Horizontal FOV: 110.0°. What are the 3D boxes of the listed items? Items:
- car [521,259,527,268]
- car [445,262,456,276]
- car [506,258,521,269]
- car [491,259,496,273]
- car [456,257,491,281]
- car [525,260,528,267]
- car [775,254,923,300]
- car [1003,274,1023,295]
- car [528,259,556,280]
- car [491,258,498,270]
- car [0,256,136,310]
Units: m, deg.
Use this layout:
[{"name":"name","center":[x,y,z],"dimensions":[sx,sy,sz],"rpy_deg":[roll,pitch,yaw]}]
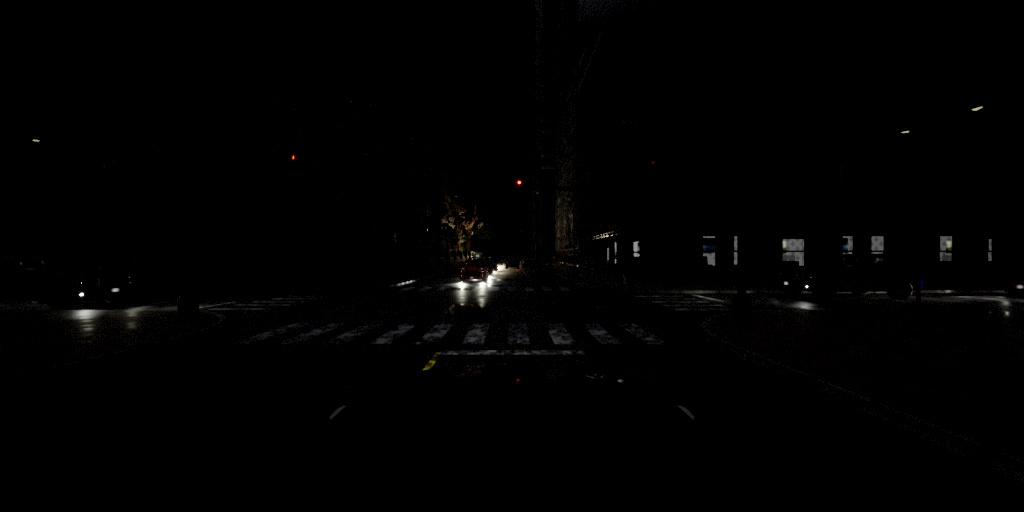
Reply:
[{"name":"car","center":[2.647,1.315,59.241],"dimensions":[1.948,1.339,4.313],"rpy_deg":[0,0,0]},{"name":"car","center":[-5.716,1.297,36.507],"dimensions":[1.888,1.381,4.507],"rpy_deg":[0,0,0]},{"name":"car","center":[0.058,1.103,57.758],"dimensions":[2.097,1.767,4.553],"rpy_deg":[0,0,1]},{"name":"car","center":[-3.127,1.353,39.794],"dimensions":[1.895,1.301,4.718],"rpy_deg":[0,0,0]},{"name":"car","center":[-3.121,1.104,30.007],"dimensions":[2.097,1.767,4.553],"rpy_deg":[0,0,0]},{"name":"car","center":[2.664,1.318,36.516],"dimensions":[1.948,1.339,4.313],"rpy_deg":[0,0,0]},{"name":"car","center":[15.700,0.925,16.873],"dimensions":[5.566,2.045,2.150],"rpy_deg":[0,0,1]},{"name":"car","center":[26.129,1.163,16.659],"dimensions":[4.902,1.511,2.128],"rpy_deg":[0,0,1]},{"name":"car","center":[2.669,1.192,30.835],"dimensions":[1.967,1.591,4.097],"rpy_deg":[0,0,0]},{"name":"car","center":[-3.124,1.105,49.770],"dimensions":[2.097,1.767,4.553],"rpy_deg":[0,0,0]},{"name":"car","center":[-18.587,1.016,14.366],"dimensions":[5.566,2.045,2.150],"rpy_deg":[0,0,1]}]
